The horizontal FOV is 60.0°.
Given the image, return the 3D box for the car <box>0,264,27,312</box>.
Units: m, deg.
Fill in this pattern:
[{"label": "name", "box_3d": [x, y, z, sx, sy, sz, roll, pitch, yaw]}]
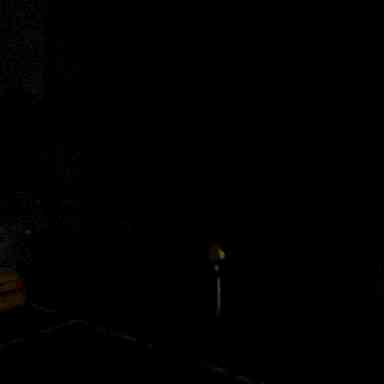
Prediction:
[{"label": "car", "box_3d": [-5.218, 1.613, 6.730, 4.829, 1.417, 1.752, -1, 0, 36]}]
